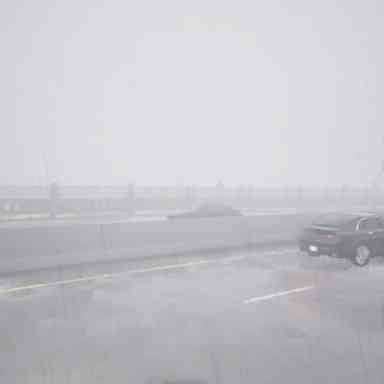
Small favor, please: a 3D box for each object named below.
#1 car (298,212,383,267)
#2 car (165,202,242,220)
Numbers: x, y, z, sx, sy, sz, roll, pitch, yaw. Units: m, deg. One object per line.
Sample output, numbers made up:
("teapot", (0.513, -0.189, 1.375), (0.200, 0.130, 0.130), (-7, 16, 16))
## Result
("car", (5.779, 1.463, 11.252), (4.892, 1.490, 1.837), (0, 0, -29))
("car", (0.766, 1.366, 20.678), (5.008, 1.535, 1.882), (0, 0, -29))
